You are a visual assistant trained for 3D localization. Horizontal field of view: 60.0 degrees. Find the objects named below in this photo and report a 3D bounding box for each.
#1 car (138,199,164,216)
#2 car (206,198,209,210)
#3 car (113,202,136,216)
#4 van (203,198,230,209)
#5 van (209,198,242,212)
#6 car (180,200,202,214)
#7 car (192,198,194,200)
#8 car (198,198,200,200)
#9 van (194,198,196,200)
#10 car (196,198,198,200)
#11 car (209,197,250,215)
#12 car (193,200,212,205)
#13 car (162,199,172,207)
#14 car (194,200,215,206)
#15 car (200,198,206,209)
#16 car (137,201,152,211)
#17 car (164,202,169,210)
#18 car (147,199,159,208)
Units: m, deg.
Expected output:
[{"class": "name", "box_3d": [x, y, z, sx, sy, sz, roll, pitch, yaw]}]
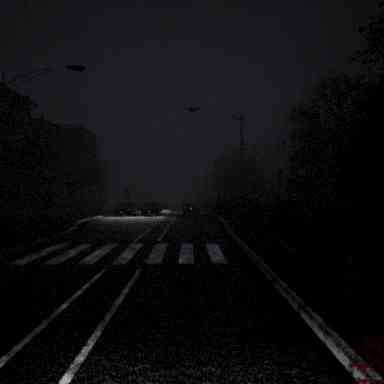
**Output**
[{"class": "car", "box_3d": [-4.363, 1.808, 35.880, 1.837, 1.490, 4.892, 0, -1, -2]}, {"class": "car", "box_3d": [5.032, 1.627, 39.904, 5.566, 2.045, 2.435, 1, -1, -22]}, {"class": "car", "box_3d": [-7.159, 1.806, 35.669, 1.837, 1.490, 4.892, 0, -1, -2]}, {"class": "van", "box_3d": [4.513, 2.132, 60.675, 4.442, 1.987, 1.878, 1, -2, -22]}, {"class": "van", "box_3d": [4.884, 1.868, 48.841, 4.442, 1.987, 1.878, 1, -2, -22]}, {"class": "car", "box_3d": [-0.168, 1.971, 40.314, 1.994, 1.385, 4.181, 0, -1, -2]}, {"class": "car", "box_3d": [3.320, 2.853, 87.322, 5.008, 1.535, 2.097, 1, -1, -23]}, {"class": "car", "box_3d": [4.396, 2.479, 66.613, 5.366, 1.575, 1.946, 1, -2, -22]}, {"class": "van", "box_3d": [3.597, 2.581, 84.409, 4.442, 1.987, 1.878, 1, -1, -23]}, {"class": "car", "box_3d": [4.029, 2.595, 72.482, 4.892, 1.521, 2.231, 1, -1, -22]}, {"class": "car", "box_3d": [5.171, 1.556, 36.979, 5.566, 2.045, 2.435, 1, -2, -22]}, {"class": "car", "box_3d": [2.956, 2.986, 93.250, 4.674, 1.452, 2.002, 1, -1, -24]}, {"class": "car", "box_3d": [-5.436, 2.362, 72.488, 2.128, 1.511, 4.902, 0, -1, -2]}, {"class": "car", "box_3d": [3.324, 2.901, 90.361, 5.366, 1.575, 1.946, 1, -1, -24]}, {"class": "car", "box_3d": [4.715, 1.909, 51.763, 5.566, 2.045, 2.435, 1, -2, -22]}, {"class": "car", "box_3d": [-7.704, 2.258, 54.277, 1.812, 1.442, 4.674, 0, -1, -1]}, {"class": "car", "box_3d": [-4.956, 2.389, 56.527, 1.895, 1.301, 4.718, 0, -1, -1]}, {"class": "car", "box_3d": [-8.149, 2.318, 69.976, 2.097, 1.767, 4.553, 0, -1, -2]}]
